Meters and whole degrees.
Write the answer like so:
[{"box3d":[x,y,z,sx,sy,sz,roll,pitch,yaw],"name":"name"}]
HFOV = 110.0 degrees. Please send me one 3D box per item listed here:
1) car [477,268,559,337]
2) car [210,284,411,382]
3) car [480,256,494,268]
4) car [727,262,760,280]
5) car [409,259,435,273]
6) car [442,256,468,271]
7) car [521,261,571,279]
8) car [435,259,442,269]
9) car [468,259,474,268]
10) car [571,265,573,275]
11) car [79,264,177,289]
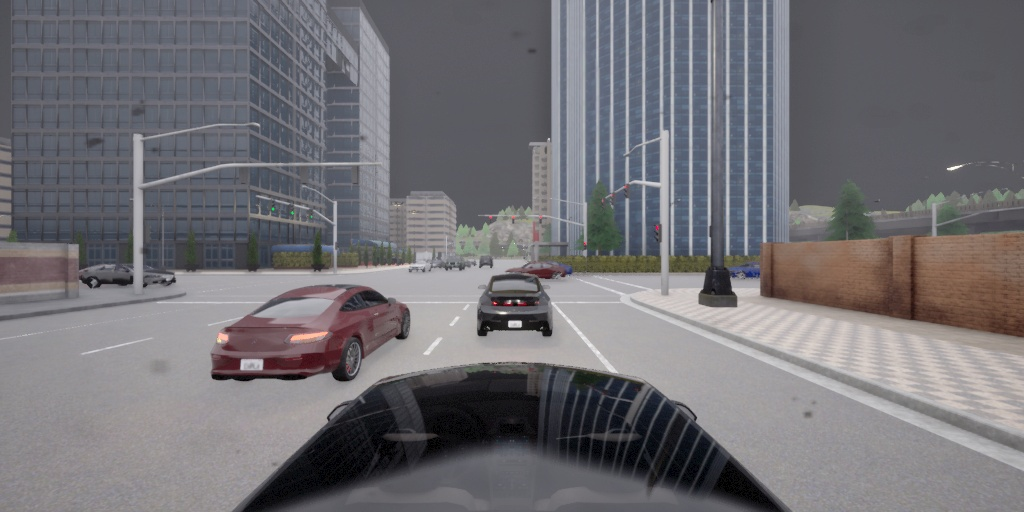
[{"box3d":[0.069,1.255,10.314,1.837,1.490,4.892,0,0,0],"name":"car"},{"box3d":[-3.435,1.276,7.050,1.812,1.442,4.674,0,0,0],"name":"car"},{"box3d":[-4.374,0.970,61.969,2.150,2.045,5.566,0,0,-1],"name":"car"},{"box3d":[20.436,1.227,30.375,5.008,1.535,1.882,0,0,0],"name":"car"},{"box3d":[-11.364,1.275,44.595,1.812,1.442,4.674,0,0,1],"name":"car"},{"box3d":[-7.872,0.970,50.049,2.150,2.045,5.566,0,0,-1],"name":"car"},{"box3d":[1.848,1.227,28.779,5.008,1.535,1.882,0,-1,-18],"name":"car"},{"box3d":[-11.448,1.241,54.645,2.128,1.511,4.902,0,0,-1],"name":"car"},{"box3d":[-8.010,1.312,60.001,1.994,1.385,4.181,0,0,0],"name":"car"},{"box3d":[3.194,1.227,33.729,5.008,1.535,1.882,0,0,-1],"name":"car"},{"box3d":[-24.218,1.241,22.766,4.902,1.511,2.128,0,0,0],"name":"car"}]
